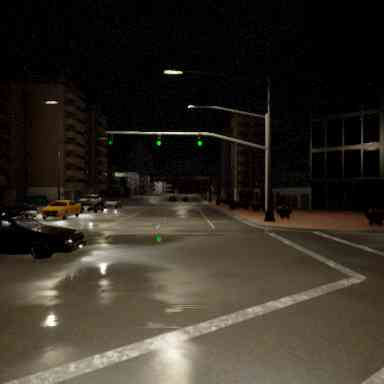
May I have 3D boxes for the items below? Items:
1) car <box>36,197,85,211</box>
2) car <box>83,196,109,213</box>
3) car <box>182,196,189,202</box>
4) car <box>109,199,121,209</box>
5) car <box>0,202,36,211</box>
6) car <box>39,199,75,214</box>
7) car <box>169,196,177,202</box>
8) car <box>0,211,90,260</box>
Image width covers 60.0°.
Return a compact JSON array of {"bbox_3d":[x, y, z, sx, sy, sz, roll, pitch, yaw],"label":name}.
[{"bbox_3d":[-11.161,1.479,28.607,1.882,1.535,5.008,0,0,-1],"label":"car"},{"bbox_3d":[-11.342,1.568,37.871,2.128,1.511,4.902,0,-1,-1],"label":"car"},{"bbox_3d":[-1.829,2.039,92.791,2.128,1.511,4.902,0,1,-1],"label":"car"},{"bbox_3d":[-11.534,1.719,48.590,1.812,1.442,4.674,0,-1,-1],"label":"car"},{"bbox_3d":[-14.648,1.554,27.919,1.994,1.385,4.181,0,0,-1],"label":"car"},{"bbox_3d":[-14.824,1.555,36.840,2.128,1.511,4.902,0,-1,-1],"label":"car"},{"bbox_3d":[-5.327,1.865,92.689,2.097,1.767,4.553,0,1,-1],"label":"car"},{"bbox_3d":[-6.558,1.513,11.620,5.357,1.411,2.033,0,0,-1],"label":"car"}]
